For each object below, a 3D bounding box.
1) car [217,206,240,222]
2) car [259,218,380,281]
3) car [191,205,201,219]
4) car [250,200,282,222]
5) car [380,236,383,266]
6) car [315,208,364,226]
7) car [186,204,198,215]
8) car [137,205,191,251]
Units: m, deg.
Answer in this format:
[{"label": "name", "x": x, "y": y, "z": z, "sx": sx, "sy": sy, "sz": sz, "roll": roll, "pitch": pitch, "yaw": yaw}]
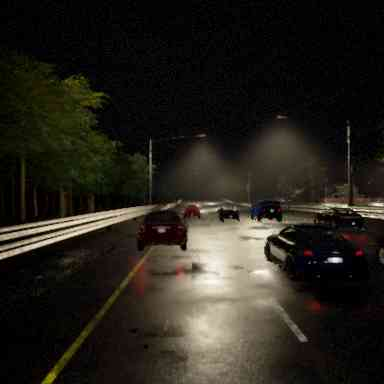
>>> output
[{"label": "car", "x": 3.591, "y": 2.109, "z": 33.068, "sx": 2.128, "sy": 1.511, "sz": 4.902, "roll": 0, "pitch": -1, "yaw": 0}, {"label": "car", "x": 3.599, "y": 1.717, "z": 10.362, "sx": 1.994, "sy": 1.385, "sz": 4.181, "roll": 0, "pitch": -1, "yaw": 0}, {"label": "car", "x": 0.028, "y": 2.262, "z": 37.787, "sx": 1.812, "sy": 1.442, "sz": 4.674, "roll": 0, "pitch": -1, "yaw": 1}, {"label": "car", "x": 7.093, "y": 1.817, "z": 32.180, "sx": 2.150, "sy": 2.045, "sz": 5.566, "roll": 0, "pitch": -1, "yaw": 0}, {"label": "car", "x": 7.099, "y": 1.609, "z": 9.126, "sx": 1.882, "sy": 1.535, "sz": 5.008, "roll": 0, "pitch": -1, "yaw": 0}, {"label": "car", "x": 10.593, "y": 1.917, "z": 24.271, "sx": 2.128, "sy": 1.511, "sz": 4.902, "roll": 0, "pitch": -1, "yaw": 0}, {"label": "car", "x": -0.011, "y": 2.608, "z": 49.996, "sx": 1.812, "sy": 1.442, "sz": 4.674, "roll": 0, "pitch": -2, "yaw": 0}, {"label": "car", "x": -1.229, "y": 1.603, "z": 15.567, "sx": 2.097, "sy": 1.767, "sz": 4.553, "roll": 0, "pitch": -1, "yaw": 0}]
